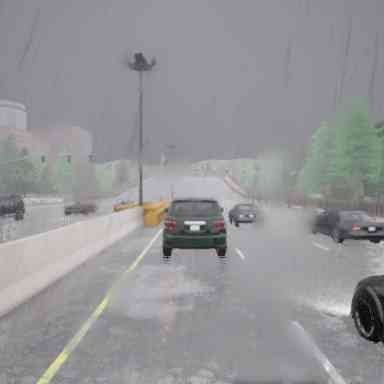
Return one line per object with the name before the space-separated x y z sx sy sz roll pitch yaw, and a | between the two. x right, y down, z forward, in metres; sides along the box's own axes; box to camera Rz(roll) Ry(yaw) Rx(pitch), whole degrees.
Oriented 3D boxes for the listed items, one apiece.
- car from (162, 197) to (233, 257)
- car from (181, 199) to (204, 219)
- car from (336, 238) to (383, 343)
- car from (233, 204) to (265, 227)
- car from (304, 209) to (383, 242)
car | 0.088 1.195 12.910 2.150 2.045 5.566 0 0 0
car | 0.070 1.445 29.219 1.837 1.490 4.892 0 0 0
car | 3.595 1.555 3.800 1.994 1.385 4.181 0 0 0
car | 3.578 1.501 22.527 2.033 1.411 5.357 0 0 0
car | 7.089 1.514 15.708 2.033 1.411 5.357 0 0 -1
